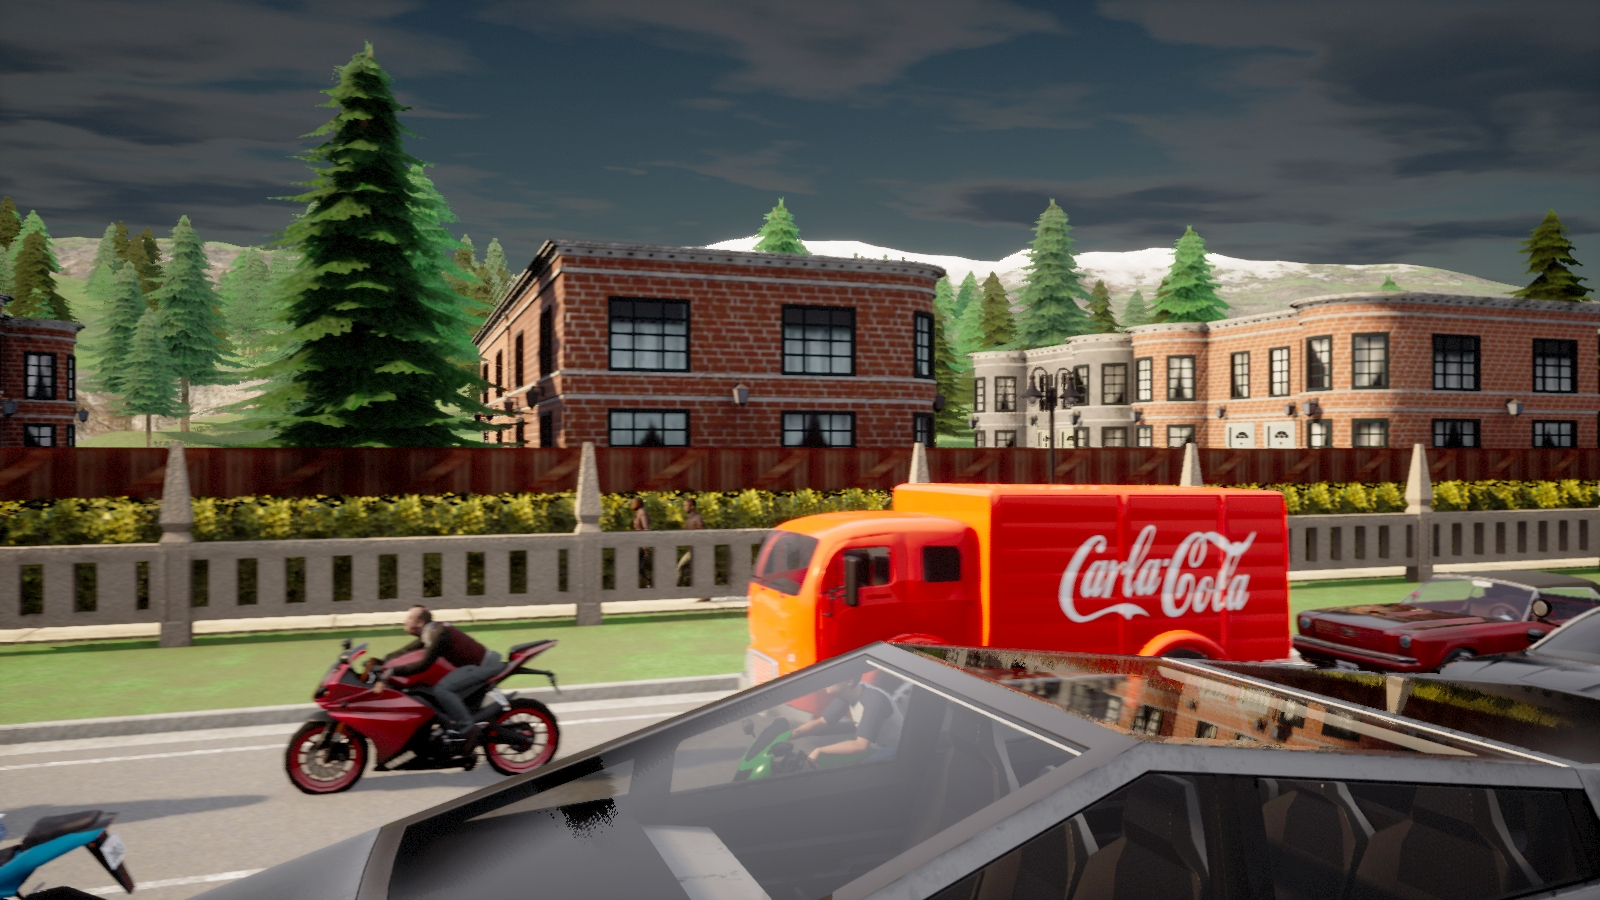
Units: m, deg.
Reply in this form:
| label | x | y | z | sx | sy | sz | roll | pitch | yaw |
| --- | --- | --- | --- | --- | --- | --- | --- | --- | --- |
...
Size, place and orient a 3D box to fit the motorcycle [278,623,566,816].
| label | x | y | z | sx | sy | sz | roll | pitch | yaw |
| --- | --- | --- | --- | --- | --- | --- | --- | --- | --- |
| motorcycle | -3.149 | 2.205 | 9.626 | 2.209 | 1.251 | 0.867 | 0 | 0 | -20 |

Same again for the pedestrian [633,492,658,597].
| label | x | y | z | sx | sy | sz | roll | pitch | yaw |
| --- | --- | --- | --- | --- | --- | --- | --- | --- | --- |
| pedestrian | -2.783 | 1.698 | 20.629 | 0.375 | 1.860 | 0.375 | 0 | 0 | -20 |

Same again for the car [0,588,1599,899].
| label | x | y | z | sx | sy | sz | roll | pitch | yaw |
| --- | --- | --- | --- | --- | --- | --- | --- | --- | --- |
| car | 0.987 | 1.754 | 3.657 | 6.274 | 2.098 | 2.390 | 0 | 0 | -20 |

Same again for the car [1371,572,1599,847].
| label | x | y | z | sx | sy | sz | roll | pitch | yaw |
| --- | --- | --- | --- | --- | --- | --- | --- | --- | --- |
| car | 7.790 | 1.982 | 9.855 | 5.238 | 1.638 | 2.097 | 0 | 0 | -20 |

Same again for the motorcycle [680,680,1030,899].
| label | x | y | z | sx | sy | sz | roll | pitch | yaw |
| --- | --- | --- | --- | --- | --- | --- | --- | --- | --- |
| motorcycle | 0.338 | 2.186 | 7.146 | 2.033 | 1.199 | 0.803 | 0 | 0 | -20 |

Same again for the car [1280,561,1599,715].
| label | x | y | z | sx | sy | sz | roll | pitch | yaw |
| --- | --- | --- | --- | --- | --- | --- | --- | --- | --- |
| car | 8.379 | 2.155 | 13.794 | 4.718 | 1.301 | 1.895 | 0 | 0 | -20 |

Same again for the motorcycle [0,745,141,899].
| label | x | y | z | sx | sy | sz | roll | pitch | yaw |
| --- | --- | --- | --- | --- | --- | --- | --- | --- | --- |
| motorcycle | -4.372 | 2.186 | 5.434 | 2.033 | 1.199 | 0.803 | 0 | 0 | -20 |

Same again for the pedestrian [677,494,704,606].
| label | x | y | z | sx | sy | sz | roll | pitch | yaw |
| --- | --- | --- | --- | --- | --- | --- | --- | --- | --- |
| pedestrian | -1.863 | 1.697 | 19.460 | 0.375 | 1.860 | 0.375 | 0 | 0 | -21 |

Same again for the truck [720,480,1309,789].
| label | x | y | z | sx | sy | sz | roll | pitch | yaw |
| --- | --- | --- | --- | --- | --- | --- | --- | --- | --- |
| truck | 2.073 | 1.576 | 11.504 | 5.204 | 2.467 | 2.627 | 1 | 0 | -20 |
